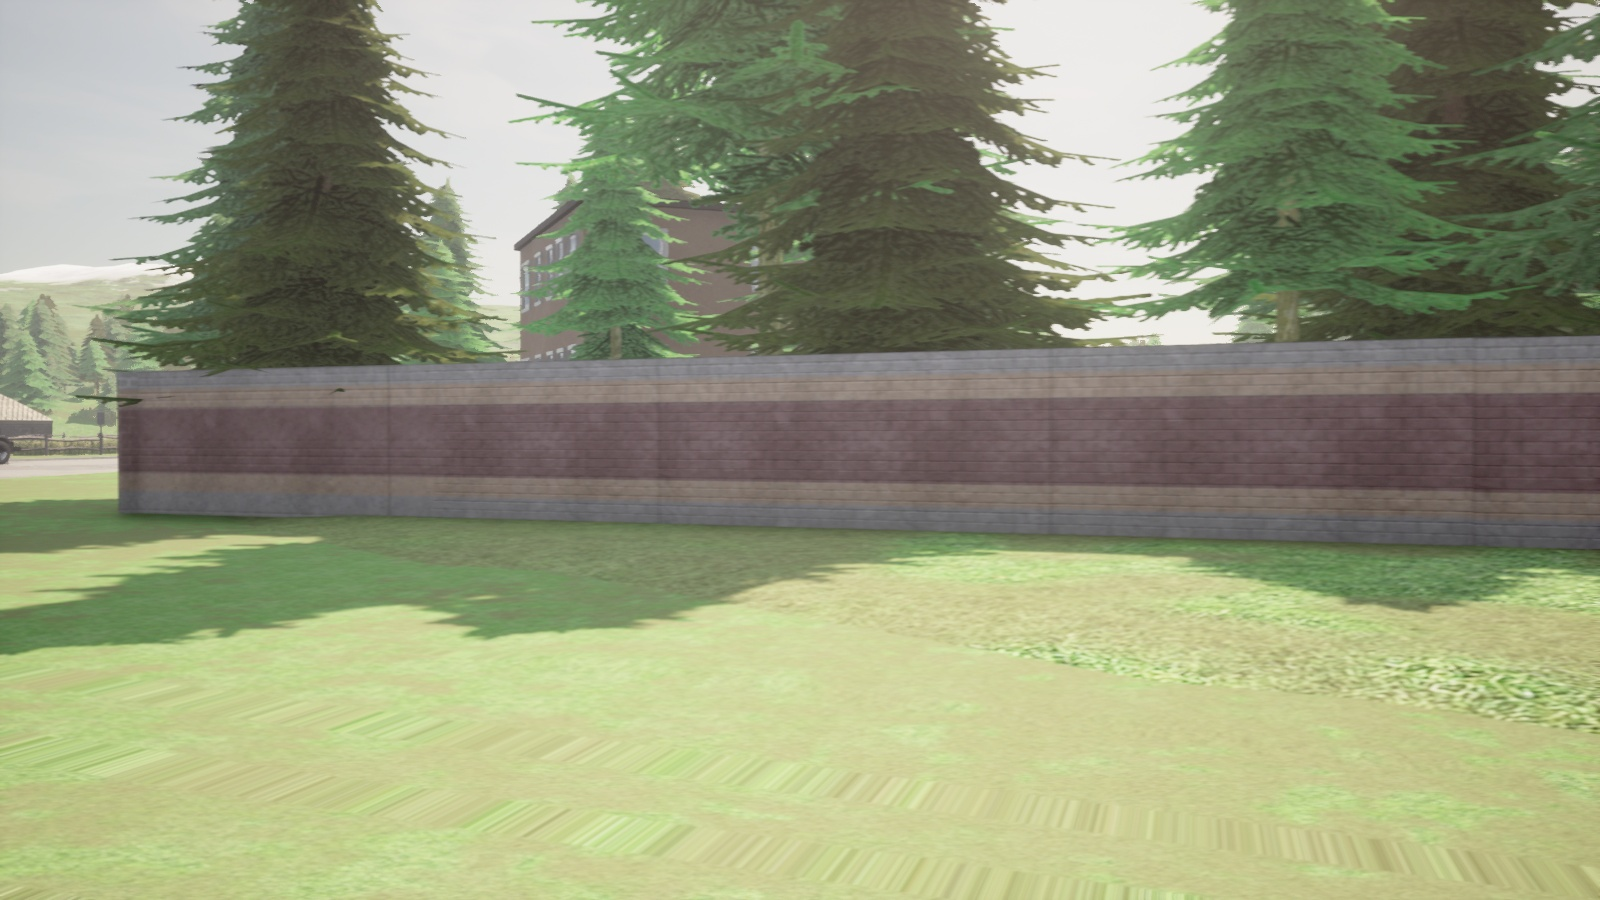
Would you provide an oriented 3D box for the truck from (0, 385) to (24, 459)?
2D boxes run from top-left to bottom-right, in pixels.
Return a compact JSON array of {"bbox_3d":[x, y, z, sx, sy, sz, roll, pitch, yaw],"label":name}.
[{"bbox_3d":[-39.565,-1.293,56.896,2.891,3.462,7.936,0,1,10],"label":"truck"}]
